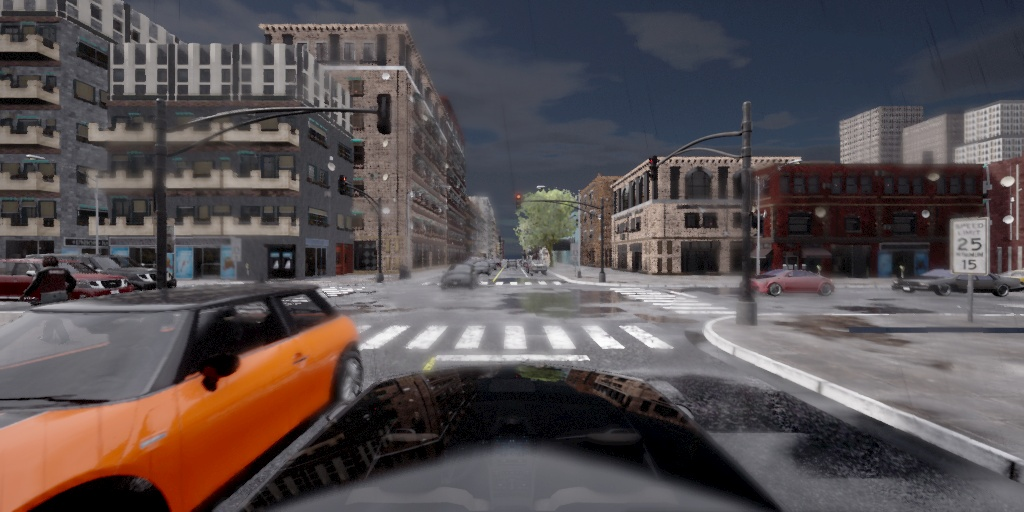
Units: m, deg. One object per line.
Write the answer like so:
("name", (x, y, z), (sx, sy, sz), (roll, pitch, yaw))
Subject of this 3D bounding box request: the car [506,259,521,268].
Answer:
("car", (0.002, 1.319, 63.384), (2.128, 1.511, 4.902), (0, 0, 0))

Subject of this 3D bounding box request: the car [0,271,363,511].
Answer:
("car", (-3.099, 1.101, 3.040), (2.097, 1.767, 4.553), (0, 0, 0))

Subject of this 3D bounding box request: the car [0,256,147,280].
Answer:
("car", (-17.276, 1.013, 13.309), (5.009, 1.841, 2.192), (0, 0, 0))

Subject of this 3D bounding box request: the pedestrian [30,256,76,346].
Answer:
("pedestrian", (-9.588, 0.892, 7.490), (0.375, 1.860, 0.375), (0, 0, 0))

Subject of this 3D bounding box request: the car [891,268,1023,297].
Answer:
("car", (24.020, 1.412, 19.392), (5.357, 1.411, 2.033), (0, 0, 0))

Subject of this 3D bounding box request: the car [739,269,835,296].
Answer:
("car", (14.719, 1.387, 19.325), (4.181, 1.385, 1.994), (0, 0, 0))

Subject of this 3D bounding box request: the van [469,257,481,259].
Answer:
("van", (-5.689, 1.149, 54.120), (1.690, 1.789, 3.998), (0, 0, 0))

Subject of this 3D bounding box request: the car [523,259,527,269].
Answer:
("car", (2.692, 1.228, 42.725), (1.967, 1.591, 4.097), (0, 0, 0))

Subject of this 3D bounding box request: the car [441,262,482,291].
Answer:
("car", (-3.101, 1.265, 21.988), (1.837, 1.490, 4.892), (0, -1, 0))

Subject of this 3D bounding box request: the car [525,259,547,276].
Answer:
("car", (2.691, 1.330, 37.028), (2.007, 1.370, 4.403), (0, 0, 0))

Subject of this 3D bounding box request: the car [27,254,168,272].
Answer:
("car", (-18.310, 0.917, 15.889), (5.566, 2.045, 2.150), (0, 0, 0))

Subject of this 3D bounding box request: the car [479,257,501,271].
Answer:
("car", (-3.096, 1.292, 50.084), (2.128, 1.511, 4.902), (0, 0, 0))

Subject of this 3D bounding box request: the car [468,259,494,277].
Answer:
("car", (-3.099, 1.284, 36.404), (1.837, 1.490, 4.892), (0, 0, 0))
